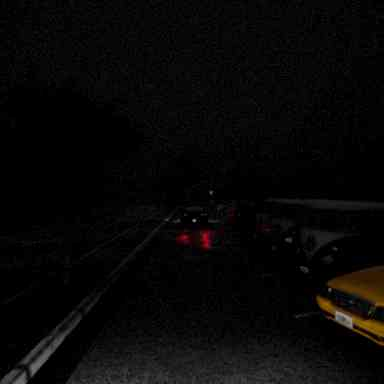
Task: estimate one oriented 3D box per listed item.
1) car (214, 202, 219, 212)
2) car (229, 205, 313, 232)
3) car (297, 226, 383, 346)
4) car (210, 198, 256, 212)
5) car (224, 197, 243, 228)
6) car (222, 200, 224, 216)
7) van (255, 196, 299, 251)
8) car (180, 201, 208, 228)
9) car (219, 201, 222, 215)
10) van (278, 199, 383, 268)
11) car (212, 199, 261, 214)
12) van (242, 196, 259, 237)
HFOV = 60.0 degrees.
[{"bbox_3d":[4.865,1.560,29.878,4.792,1.488,2.163,1,0,-20],"label":"car"},{"bbox_3d":[4.867,1.557,20.545,4.674,1.452,2.002,1,0,-20],"label":"car"},{"bbox_3d":[4.663,1.489,5.599,5.366,1.575,1.946,1,0,-20],"label":"car"},{"bbox_3d":[4.929,1.545,40.072,4.892,1.521,2.231,1,0,-20],"label":"car"},{"bbox_3d":[4.888,1.261,17.583,5.566,2.045,2.435,1,0,-20],"label":"car"},{"bbox_3d":[4.842,1.395,23.518,4.553,1.767,2.185,1,0,-20],"label":"car"},{"bbox_3d":[4.742,1.276,11.576,4.442,1.987,1.878,1,0,-20],"label":"van"},{"bbox_3d":[0.141,1.559,22.624,1.812,1.442,4.674,0,0,0],"label":"car"},{"bbox_3d":[4.911,1.400,26.508,4.553,1.767,2.185,1,0,-20],"label":"car"},{"bbox_3d":[4.739,1.272,8.597,4.442,1.987,1.878,1,0,-20],"label":"van"},{"bbox_3d":[4.906,1.542,36.677,4.892,1.521,2.231,1,0,-20],"label":"car"},{"bbox_3d":[4.746,1.281,14.553,4.442,1.987,1.878,1,0,-20],"label":"van"}]
